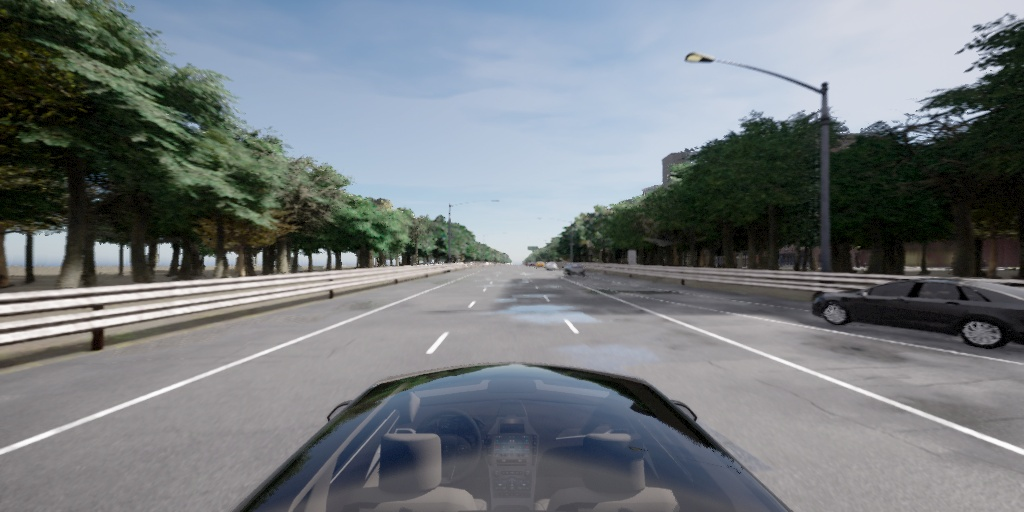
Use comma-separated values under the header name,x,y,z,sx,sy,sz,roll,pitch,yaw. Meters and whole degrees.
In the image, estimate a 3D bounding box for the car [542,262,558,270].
name,x,y,z,sx,sy,sz,roll,pitch,yaw
car,7.035,1.855,64.618,1.812,1.442,4.674,0,-1,0

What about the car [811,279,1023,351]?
name,x,y,z,sx,sy,sz,roll,pitch,yaw
car,10.889,1.343,9.520,1.837,1.490,4.892,0,0,-15

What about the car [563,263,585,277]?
name,x,y,z,sx,sy,sz,roll,pitch,yaw
car,7.017,1.587,40.759,2.128,1.511,4.902,0,-1,0
